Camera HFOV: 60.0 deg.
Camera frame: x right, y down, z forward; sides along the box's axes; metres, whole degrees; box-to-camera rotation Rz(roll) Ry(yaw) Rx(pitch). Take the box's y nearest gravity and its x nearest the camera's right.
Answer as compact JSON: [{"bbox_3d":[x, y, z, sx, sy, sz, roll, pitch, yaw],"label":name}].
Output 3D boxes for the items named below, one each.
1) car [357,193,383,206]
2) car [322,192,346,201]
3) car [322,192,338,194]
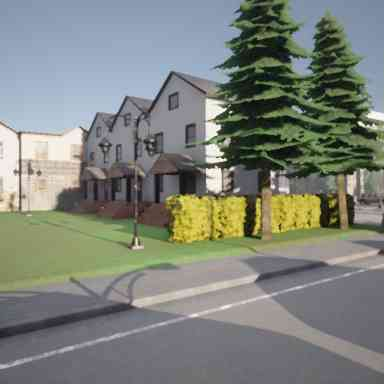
[{"bbox_3d":[26.957,1.056,49.072,1.932,1.855,4.605,0,0,-36],"label":"car"},{"bbox_3d":[31.817,1.040,74.527,1.932,1.855,4.605,0,0,-36],"label":"car"},{"bbox_3d":[29.702,1.022,72.492,1.905,1.878,3.866,0,0,-36],"label":"car"}]
